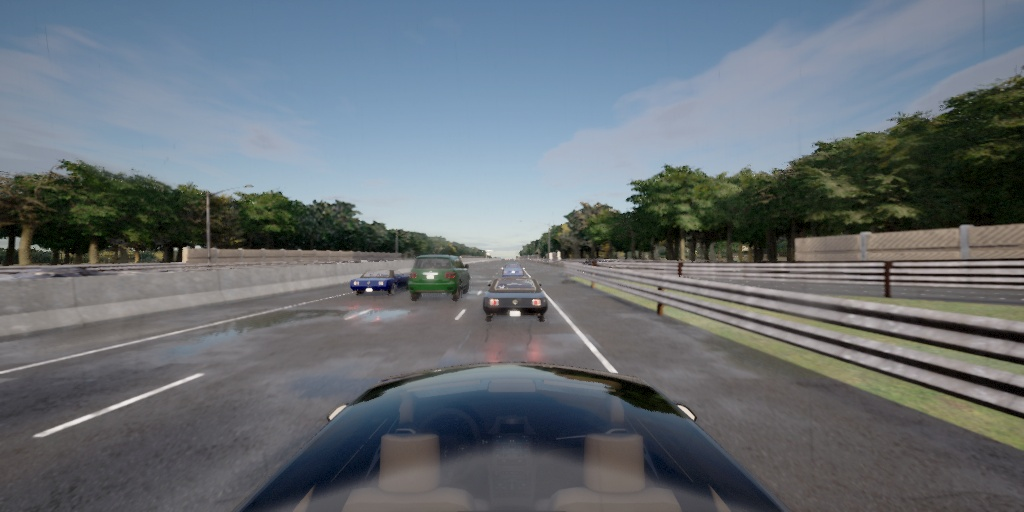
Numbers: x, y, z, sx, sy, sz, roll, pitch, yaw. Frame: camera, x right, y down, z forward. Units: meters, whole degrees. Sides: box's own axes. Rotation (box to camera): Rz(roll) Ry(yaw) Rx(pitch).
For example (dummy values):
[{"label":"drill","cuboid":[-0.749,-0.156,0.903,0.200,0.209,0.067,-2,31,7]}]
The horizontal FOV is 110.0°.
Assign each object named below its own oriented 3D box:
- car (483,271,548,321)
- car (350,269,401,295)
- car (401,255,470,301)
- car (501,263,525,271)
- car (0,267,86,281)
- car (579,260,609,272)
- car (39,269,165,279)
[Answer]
[{"label":"car","cuboid":[0.096,1.353,12.421,1.895,1.301,4.718,0,0,0]},{"label":"car","cuboid":[-6.906,1.355,19.576,1.895,1.301,4.718,0,0,0]},{"label":"car","cuboid":[-3.406,0.975,17.636,2.150,2.045,5.566,0,0,0]},{"label":"car","cuboid":[0.090,1.309,30.395,2.033,1.411,5.357,0,0,0]},{"label":"car","cuboid":[-21.101,1.353,16.094,1.895,1.301,4.718,0,0,0]},{"label":"car","cuboid":[9.533,1.181,42.397,1.837,1.490,4.892,-1,-1,-18]},{"label":"car","cuboid":[-17.600,1.353,16.481,1.895,1.301,4.718,0,0,0]}]
